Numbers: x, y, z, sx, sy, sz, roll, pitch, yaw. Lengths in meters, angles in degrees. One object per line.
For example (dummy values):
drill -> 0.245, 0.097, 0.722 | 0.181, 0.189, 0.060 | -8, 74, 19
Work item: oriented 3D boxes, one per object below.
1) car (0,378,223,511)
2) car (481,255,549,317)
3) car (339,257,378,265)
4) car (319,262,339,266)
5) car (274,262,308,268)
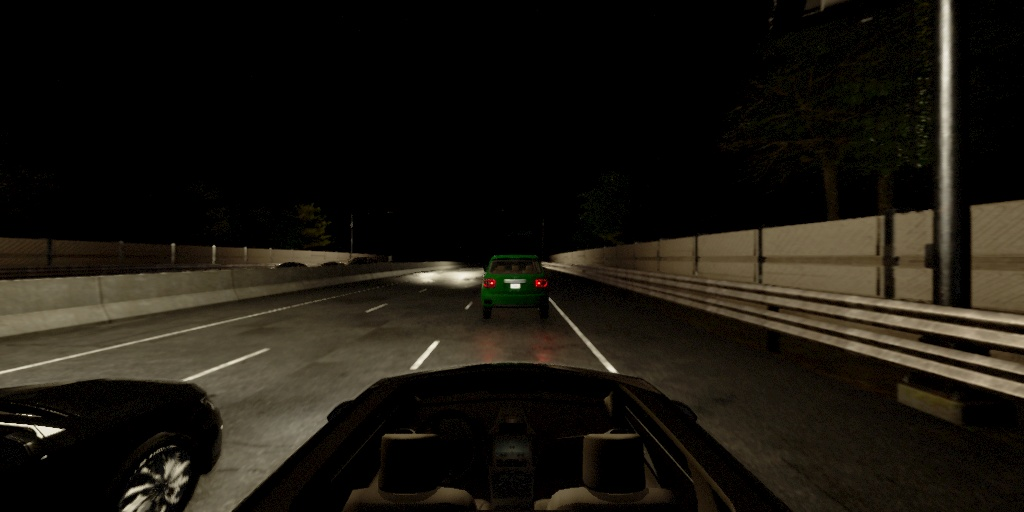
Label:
car -> -3.399, 1.254, 1.064 | 1.837, 1.490, 4.892 | 0, 0, 0
car -> 0.100, 0.986, 13.280 | 2.150, 2.045, 5.566 | 0, 0, 0
car -> -17.583, 1.183, 42.148 | 2.150, 2.045, 5.566 | 0, -1, 0
car -> -21.082, 1.461, 41.829 | 1.837, 1.490, 4.892 | 0, -1, 0
car -> -24.588, 1.440, 39.772 | 1.837, 1.490, 4.892 | 0, -1, 0
